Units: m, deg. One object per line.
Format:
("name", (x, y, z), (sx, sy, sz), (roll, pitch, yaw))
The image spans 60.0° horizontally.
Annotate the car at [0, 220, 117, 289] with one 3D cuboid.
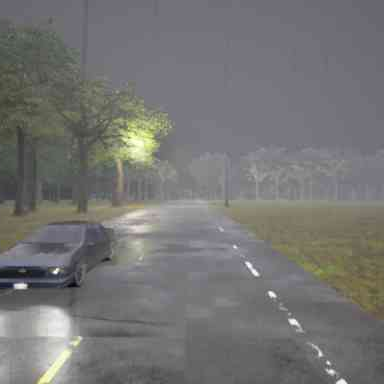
("car", (-3.500, 1.541, 9.451), (2.033, 1.411, 5.357), (0, 0, 0))
